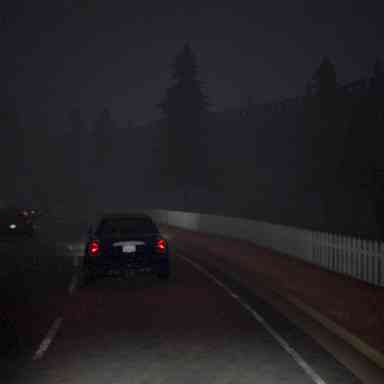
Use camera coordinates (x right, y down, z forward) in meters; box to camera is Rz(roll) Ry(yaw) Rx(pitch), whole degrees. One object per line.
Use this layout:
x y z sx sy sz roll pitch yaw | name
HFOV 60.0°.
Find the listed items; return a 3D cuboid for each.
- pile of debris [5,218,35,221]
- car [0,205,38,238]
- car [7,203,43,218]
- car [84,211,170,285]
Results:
-14.174 2.258 27.404 1.860 0.140 1.500 0 0 36 | pile of debris
-9.706 1.619 17.538 1.994 1.385 4.181 0 0 -35 | car
-14.428 1.631 27.402 5.357 1.411 2.033 0 0 36 | car
-2.075 1.373 9.941 2.097 1.767 4.553 0 0 -16 | car
